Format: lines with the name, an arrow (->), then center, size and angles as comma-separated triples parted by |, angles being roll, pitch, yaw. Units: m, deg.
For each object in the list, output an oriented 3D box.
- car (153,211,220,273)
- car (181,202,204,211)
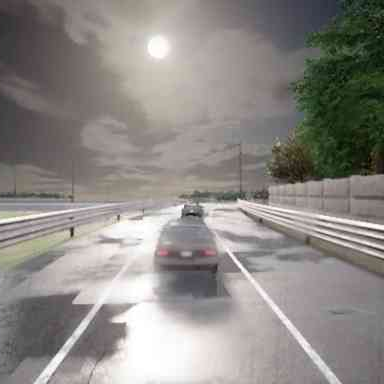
car -> -0.191, 1.582, 10.712 | 2.033, 1.411, 5.357 | 0, 0, -1
car -> 0.073, 1.656, 31.600 | 1.994, 1.385, 4.181 | 0, 0, 3
